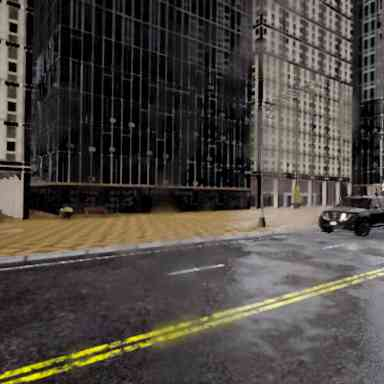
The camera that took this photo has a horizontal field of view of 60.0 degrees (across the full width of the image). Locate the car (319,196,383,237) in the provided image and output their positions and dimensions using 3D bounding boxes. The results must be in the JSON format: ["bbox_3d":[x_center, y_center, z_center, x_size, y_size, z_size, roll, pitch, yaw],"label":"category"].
[{"bbox_3d":[9.364,1.229,18.350,5.566,2.045,2.150,0,0,-35],"label":"car"}]

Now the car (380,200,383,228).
[{"bbox_3d":[11.127,1.357,15.612,4.553,1.767,2.097,0,0,-35],"label":"car"}]
